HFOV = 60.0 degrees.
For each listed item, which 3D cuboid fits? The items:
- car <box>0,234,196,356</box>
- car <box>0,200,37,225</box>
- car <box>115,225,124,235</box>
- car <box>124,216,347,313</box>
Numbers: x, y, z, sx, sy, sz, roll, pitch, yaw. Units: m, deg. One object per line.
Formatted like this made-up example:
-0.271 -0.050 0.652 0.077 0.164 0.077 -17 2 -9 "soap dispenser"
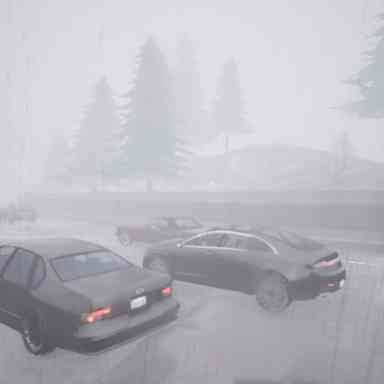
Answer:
-2.714 1.581 6.147 5.357 1.411 2.033 0 0 38 "car"
-13.568 1.630 25.696 2.128 1.511 4.902 0 0 -43 "car"
-1.101 1.671 13.861 4.718 1.301 1.895 0 0 39 "car"
0.930 1.530 7.807 4.902 1.511 2.128 0 0 37 "car"
